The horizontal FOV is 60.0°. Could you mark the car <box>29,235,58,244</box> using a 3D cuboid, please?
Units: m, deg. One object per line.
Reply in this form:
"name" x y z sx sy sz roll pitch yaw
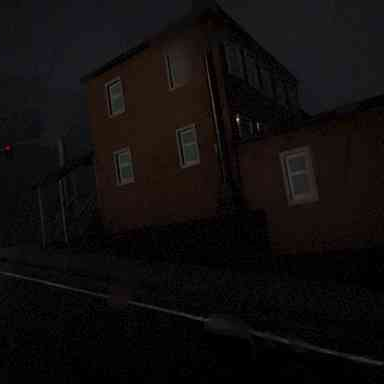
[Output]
"car" -12.112 4.594 29.481 2.128 1.511 4.902 -13 -12 35
